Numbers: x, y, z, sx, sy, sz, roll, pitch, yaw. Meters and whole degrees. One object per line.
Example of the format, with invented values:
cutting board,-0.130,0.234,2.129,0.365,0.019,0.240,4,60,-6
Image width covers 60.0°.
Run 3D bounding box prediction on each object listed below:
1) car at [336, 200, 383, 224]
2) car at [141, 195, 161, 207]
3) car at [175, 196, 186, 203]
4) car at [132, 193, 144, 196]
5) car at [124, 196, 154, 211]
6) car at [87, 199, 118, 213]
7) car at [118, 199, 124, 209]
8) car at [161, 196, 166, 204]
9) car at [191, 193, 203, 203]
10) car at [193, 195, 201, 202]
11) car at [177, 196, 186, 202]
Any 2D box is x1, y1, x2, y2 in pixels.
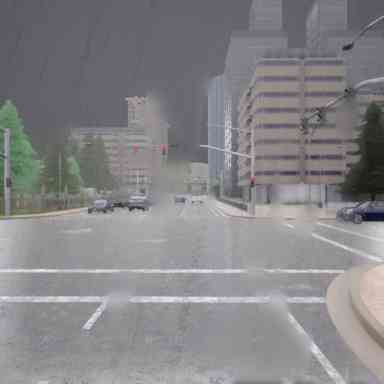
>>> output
car,12.943,1.352,24.092,4.553,1.767,2.097,0,0,1
car,-6.240,1.564,49.502,1.994,1.385,4.181,0,0,0
car,-2.472,1.477,67.289,1.882,1.535,5.008,0,0,1
car,-9.634,1.216,58.960,2.150,2.045,5.566,0,1,1
car,-6.333,1.547,40.295,2.033,1.411,5.357,0,0,1
car,-9.854,1.526,36.417,1.812,1.442,4.674,0,0,1
car,-9.781,1.601,45.517,1.895,1.301,4.718,0,0,1
car,-6.062,1.478,63.571,1.882,1.535,5.008,0,0,1
car,1.024,1.221,66.939,2.150,2.045,5.566,0,0,1
car,1.117,1.521,76.625,1.812,1.442,4.674,0,0,1
car,-2.382,1.593,76.688,1.895,1.301,4.718,0,0,1
